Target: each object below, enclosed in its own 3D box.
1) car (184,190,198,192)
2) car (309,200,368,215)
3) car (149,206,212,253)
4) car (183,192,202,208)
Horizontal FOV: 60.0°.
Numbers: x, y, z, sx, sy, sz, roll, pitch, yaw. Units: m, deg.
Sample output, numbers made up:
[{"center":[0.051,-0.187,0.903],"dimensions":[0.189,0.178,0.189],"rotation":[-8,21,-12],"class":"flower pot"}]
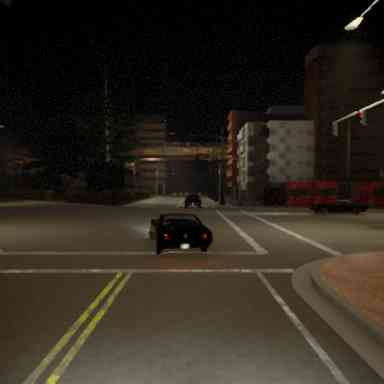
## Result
[{"center":[0.004,0.541,69.795],"dimensions":[2.033,1.411,5.357],"rotation":[0,1,0],"class":"car"},{"center":[13.174,1.355,30.222],"dimensions":[4.718,1.301,1.895],"rotation":[1,1,0],"class":"car"},{"center":[-0.651,1.468,13.159],"dimensions":[1.895,1.301,4.718],"rotation":[0,1,-11],"class":"car"},{"center":[0.103,1.046,39.164],"dimensions":[1.837,1.490,4.892],"rotation":[0,1,0],"class":"car"}]
